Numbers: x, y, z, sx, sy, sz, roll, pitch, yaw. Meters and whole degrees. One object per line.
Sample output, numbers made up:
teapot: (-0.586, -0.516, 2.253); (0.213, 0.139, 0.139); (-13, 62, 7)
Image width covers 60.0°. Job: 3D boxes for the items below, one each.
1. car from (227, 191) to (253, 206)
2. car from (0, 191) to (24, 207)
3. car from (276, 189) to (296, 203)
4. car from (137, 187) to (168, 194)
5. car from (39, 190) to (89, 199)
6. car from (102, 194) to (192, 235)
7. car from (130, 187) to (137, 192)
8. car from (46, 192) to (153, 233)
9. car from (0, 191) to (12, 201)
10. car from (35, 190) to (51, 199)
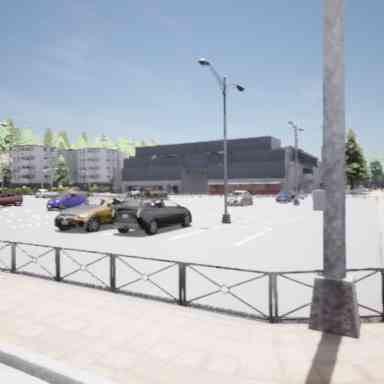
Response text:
car: (4.675, 0.652, 33.388); (1.970, 1.475, 3.806); (0, 1, 29)
car: (-19.862, 0.839, 34.470); (2.007, 1.523, 4.514); (0, 1, 29)
car: (10.878, 0.466, 38.432); (1.845, 1.501, 3.633); (0, 1, 29)
car: (-5.313, 0.202, 47.555); (1.932, 1.855, 4.605); (0, 1, 29)
car: (-11.142, 0.854, 29.589); (1.845, 1.501, 3.633); (0, 1, 29)
car: (-1.731, 1.039, 15.662); (2.007, 1.523, 4.514); (0, 1, 29)
car: (-8.054, 0.193, 48.603); (1.905, 1.878, 3.866); (0, 1, 29)
car: (-4.500, 1.034, 17.137); (2.152, 1.636, 5.027); (0, 1, 29)
car: (-31.631, 0.605, 53.250); (2.007, 1.523, 4.514); (0, 1, 29)
car: (-25.013, 0.372, 57.637); (1.970, 1.475, 3.806); (0, 1, 29)
